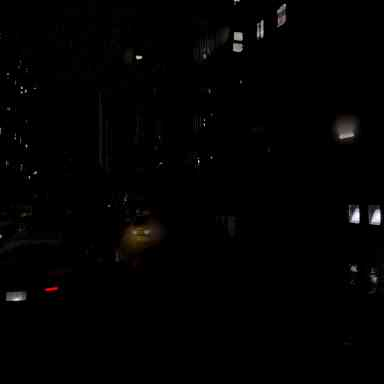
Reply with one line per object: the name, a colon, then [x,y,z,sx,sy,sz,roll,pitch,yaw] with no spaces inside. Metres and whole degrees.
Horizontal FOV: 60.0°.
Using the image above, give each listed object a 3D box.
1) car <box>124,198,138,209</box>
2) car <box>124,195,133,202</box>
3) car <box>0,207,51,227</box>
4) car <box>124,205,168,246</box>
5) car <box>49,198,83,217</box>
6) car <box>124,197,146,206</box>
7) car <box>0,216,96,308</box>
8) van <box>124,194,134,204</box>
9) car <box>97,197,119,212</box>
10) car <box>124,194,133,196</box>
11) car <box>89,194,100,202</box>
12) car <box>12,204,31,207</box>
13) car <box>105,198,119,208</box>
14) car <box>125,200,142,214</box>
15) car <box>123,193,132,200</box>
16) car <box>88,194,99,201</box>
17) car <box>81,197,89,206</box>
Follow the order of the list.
car: [-8.749,1.584,47.606,1.947,1.339,4.313,1,0,-12]
car: [-14.317,1.457,74.745,1.967,1.590,4.097,1,0,-12]
car: [-7.982,1.575,14.994,1.994,1.385,4.181,0,0,-12]
car: [-2.100,1.534,15.208,1.752,1.417,4.829,1,0,-12]
car: [-10.530,1.495,27.471,1.882,1.535,5.008,0,0,-11]
car: [-4.292,1.454,25.897,1.967,1.590,4.097,1,0,-12]
car: [-3.314,1.531,7.678,1.812,1.442,4.674,0,0,-12]
van: [-12.087,1.359,63.890,1.690,1.788,3.998,1,0,-12]
car: [-9.830,1.583,39.735,1.994,1.385,4.181,0,0,-11]
car: [-10.975,1.458,58.462,1.967,1.590,4.097,1,0,-12]
car: [-23.631,1.570,78.436,2.008,1.369,4.403,1,0,-12]
car: [-12.458,1.543,23.995,1.752,1.417,4.829,1,0,-12]
car: [-11.880,1.620,49.521,1.895,1.301,4.718,0,0,-11]
car: [-6.522,1.599,36.752,1.802,1.307,4.206,1,0,-12]
car: [-17.656,1.327,91.028,2.192,1.841,5.009,1,0,-12]
car: [-24.741,1.332,83.864,2.192,1.841,5.009,1,0,-12]
car: [-19.175,1.566,56.726,1.887,1.381,4.507,1,0,-12]
